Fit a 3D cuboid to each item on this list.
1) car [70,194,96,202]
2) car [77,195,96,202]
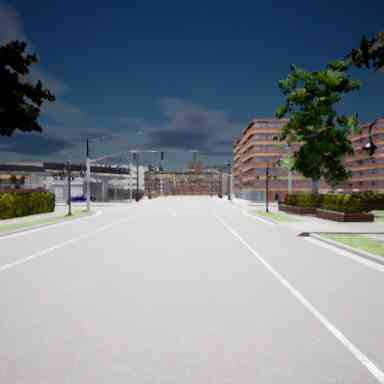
[{"bbox_3d":[-23.312,1.258,70.175,4.611,1.667,2.242,0,0,1],"label":"car"},{"bbox_3d":[-24.029,1.419,75.925,3.806,1.475,1.970,0,0,1],"label":"car"}]
